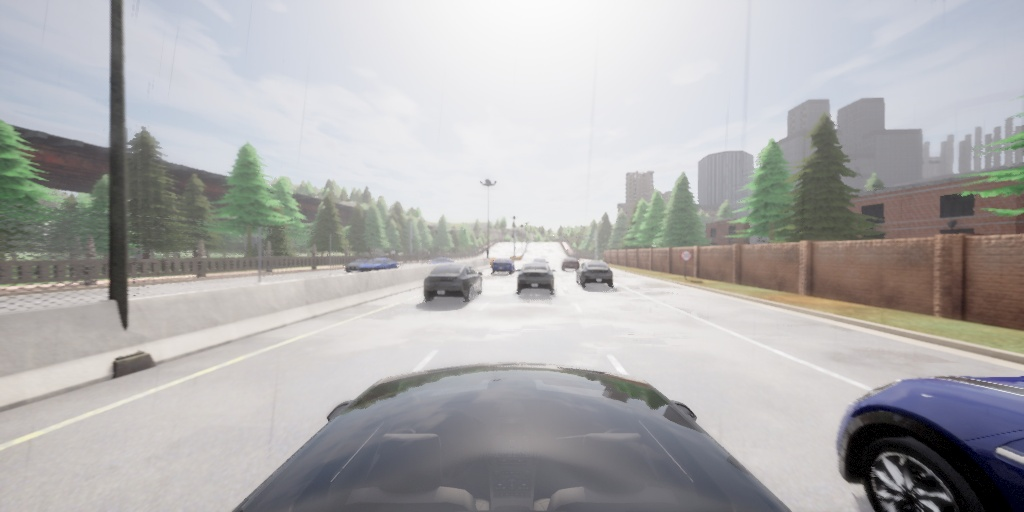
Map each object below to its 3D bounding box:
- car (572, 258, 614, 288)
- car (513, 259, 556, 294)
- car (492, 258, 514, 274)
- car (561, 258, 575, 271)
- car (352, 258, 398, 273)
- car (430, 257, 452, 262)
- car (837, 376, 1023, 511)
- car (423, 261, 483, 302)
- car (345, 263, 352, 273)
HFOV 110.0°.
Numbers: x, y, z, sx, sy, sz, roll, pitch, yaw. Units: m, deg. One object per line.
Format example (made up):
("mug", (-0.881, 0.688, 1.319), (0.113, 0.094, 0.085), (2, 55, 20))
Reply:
("car", (5.082, 1.098, 22.455), (1.837, 1.490, 4.892), (0, 0, 5))
("car", (1.283, 1.111, 19.095), (1.837, 1.490, 4.892), (0, 0, 5))
("car", (-0.818, 0.937, 35.624), (1.882, 1.535, 5.008), (0, 0, 5))
("car", (6.753, 0.914, 41.978), (1.882, 1.535, 5.008), (0, 0, 5))
("car", (-11.859, 0.924, 32.004), (1.882, 1.535, 5.008), (0, 0, 5))
("car", (-7.740, 0.881, 39.019), (1.882, 1.535, 5.008), (0, 0, 5))
("car", (3.731, 1.122, 1.017), (2.097, 1.767, 4.553), (0, 0, -1))
("car", (-2.488, 1.123, 16.018), (1.837, 1.490, 4.892), (0, 0, 5))
("car", (-15.011, 0.962, 36.119), (1.994, 1.385, 4.181), (0, 0, 5))
